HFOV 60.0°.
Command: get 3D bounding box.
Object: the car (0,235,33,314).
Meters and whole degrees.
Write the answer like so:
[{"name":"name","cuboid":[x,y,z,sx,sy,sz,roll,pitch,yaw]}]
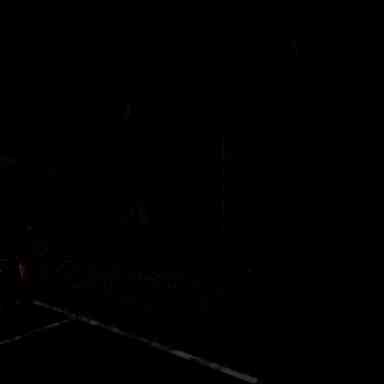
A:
[{"name":"car","cuboid":[-4.883,1.418,6.330,4.097,1.590,1.967,0,0,36]}]
